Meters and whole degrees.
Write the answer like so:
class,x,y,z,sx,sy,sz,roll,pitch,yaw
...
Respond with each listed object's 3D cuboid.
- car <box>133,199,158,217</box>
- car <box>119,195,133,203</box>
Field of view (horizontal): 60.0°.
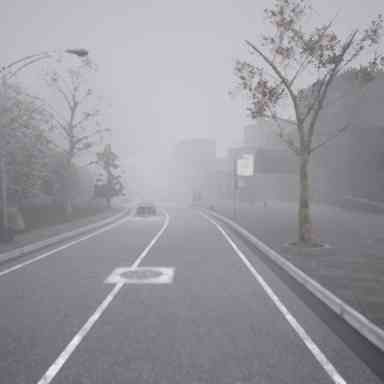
class,x,y,z,sx,sy,sz,roll,pitch,yaw
car,-4.389,1.505,32.624,1.882,1.535,5.008,0,0,-6
car,-13.906,1.747,71.904,1.895,1.301,4.718,-2,0,-20
